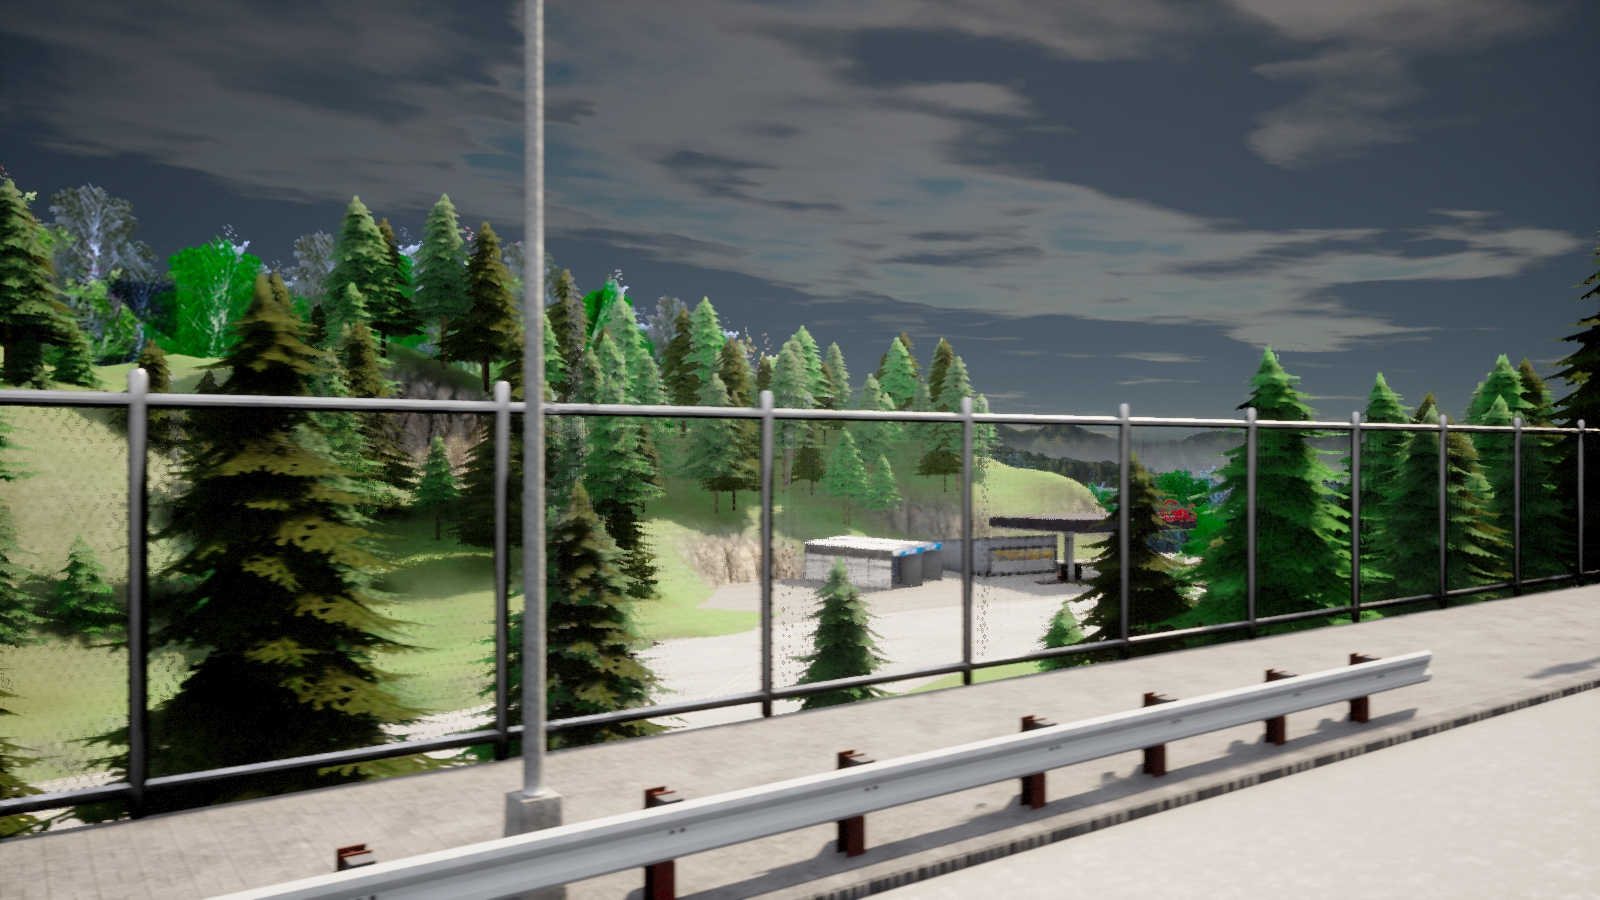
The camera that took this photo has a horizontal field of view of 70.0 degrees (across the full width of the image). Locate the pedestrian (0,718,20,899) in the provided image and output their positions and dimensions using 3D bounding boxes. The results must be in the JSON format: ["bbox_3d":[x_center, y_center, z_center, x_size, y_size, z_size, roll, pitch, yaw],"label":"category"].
[{"bbox_3d":[-4.753,2.125,6.402,0.500,1.100,0.500,0,0,-16],"label":"pedestrian"}]
